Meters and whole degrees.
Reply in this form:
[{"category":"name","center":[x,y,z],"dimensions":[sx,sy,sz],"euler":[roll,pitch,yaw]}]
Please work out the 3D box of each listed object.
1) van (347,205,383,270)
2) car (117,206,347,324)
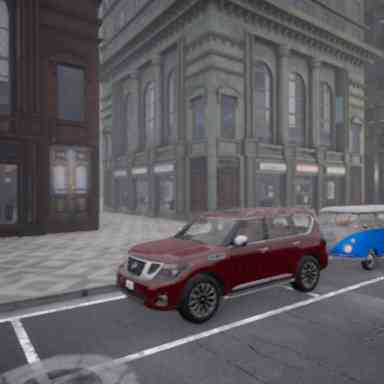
[{"category":"van","center":[5.539,1.318,10.598],"dimensions":[3.998,1.788,1.690],"euler":[0,0,-35]},{"category":"car","center":[0.950,1.304,7.326],"dimensions":[5.009,1.841,2.192],"euler":[0,0,-35]}]
